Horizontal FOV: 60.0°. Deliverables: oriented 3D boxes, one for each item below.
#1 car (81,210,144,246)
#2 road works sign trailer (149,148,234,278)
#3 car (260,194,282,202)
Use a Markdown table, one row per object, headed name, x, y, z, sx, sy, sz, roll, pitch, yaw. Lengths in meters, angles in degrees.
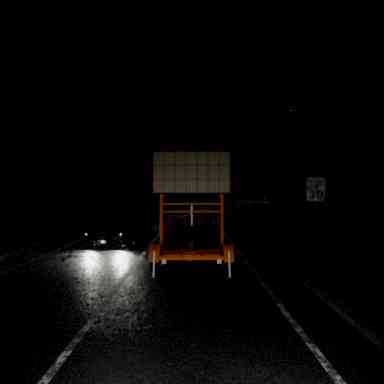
| name | x | y | z | sx | sy | sz | roll | pitch | yaw |
| --- | --- | --- | --- | --- | --- | --- | --- | --- | --- |
| car | -3.436 | 1.551 | 15.553 | 2.033 | 1.411 | 5.357 | 0 | 0 | 1 |
| road works sign trailer | -0.011 | 0.467 | 10.114 | 2.380 | 3.560 | 2.880 | 0 | 0 | 0 |
| car | 15.661 | 1.138 | 66.289 | 5.008 | 1.535 | 1.882 | -1 | 0 | -34 |
